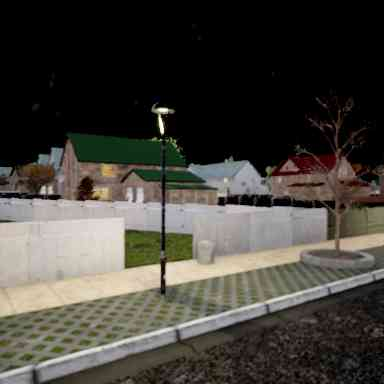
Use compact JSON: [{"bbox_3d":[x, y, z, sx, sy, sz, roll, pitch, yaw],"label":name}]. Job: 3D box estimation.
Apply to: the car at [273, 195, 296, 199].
[{"bbox_3d":[11.006,1.199,38.009,2.097,1.767,4.553,0,1,-34],"label":"car"}]
